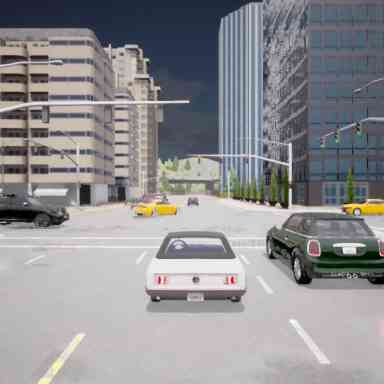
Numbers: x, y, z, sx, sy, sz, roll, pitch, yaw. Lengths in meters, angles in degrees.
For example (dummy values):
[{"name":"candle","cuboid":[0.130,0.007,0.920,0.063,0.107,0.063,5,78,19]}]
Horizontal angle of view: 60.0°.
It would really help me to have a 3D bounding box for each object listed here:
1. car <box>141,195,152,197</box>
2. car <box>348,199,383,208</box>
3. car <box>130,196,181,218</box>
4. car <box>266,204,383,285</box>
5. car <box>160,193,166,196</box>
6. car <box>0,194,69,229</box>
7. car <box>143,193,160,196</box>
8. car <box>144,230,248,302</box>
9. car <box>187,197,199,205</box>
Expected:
[{"name":"car","cuboid":[-7.044,1.491,44.637,2.128,1.511,4.902,0,0,0]},{"name":"car","cuboid":[16.856,1.422,31.570,5.008,1.535,1.882,0,0,1]},{"name":"car","cuboid":[-3.080,1.440,30.461,1.882,1.535,5.008,1,1,39]},{"name":"car","cuboid":[3.593,1.352,9.691,2.097,1.767,4.553,0,0,0]},{"name":"car","cuboid":[-6.961,1.221,64.685,2.150,2.045,5.566,0,0,2]},{"name":"car","cuboid":[-10.771,1.194,21.080,5.566,2.045,2.150,1,0,1]},{"name":"car","cuboid":[-7.025,1.221,54.209,2.150,2.045,5.566,0,0,0]},{"name":"car","cuboid":[0.085,1.601,8.201,1.895,1.301,4.718,0,0,0]},{"name":"car","cuboid":[0.171,1.547,57.788,2.033,1.411,5.357,0,0,0]}]
